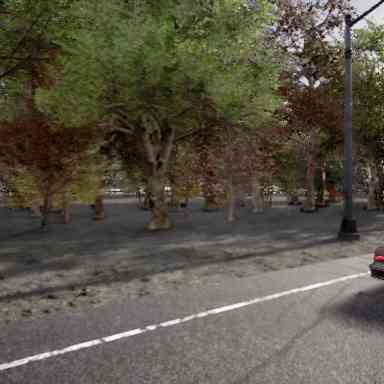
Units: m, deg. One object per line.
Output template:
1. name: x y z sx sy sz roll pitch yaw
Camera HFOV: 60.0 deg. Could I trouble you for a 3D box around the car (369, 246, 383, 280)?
1. car: 6.589 1.524 8.247 5.357 1.411 2.033 0 0 -33
